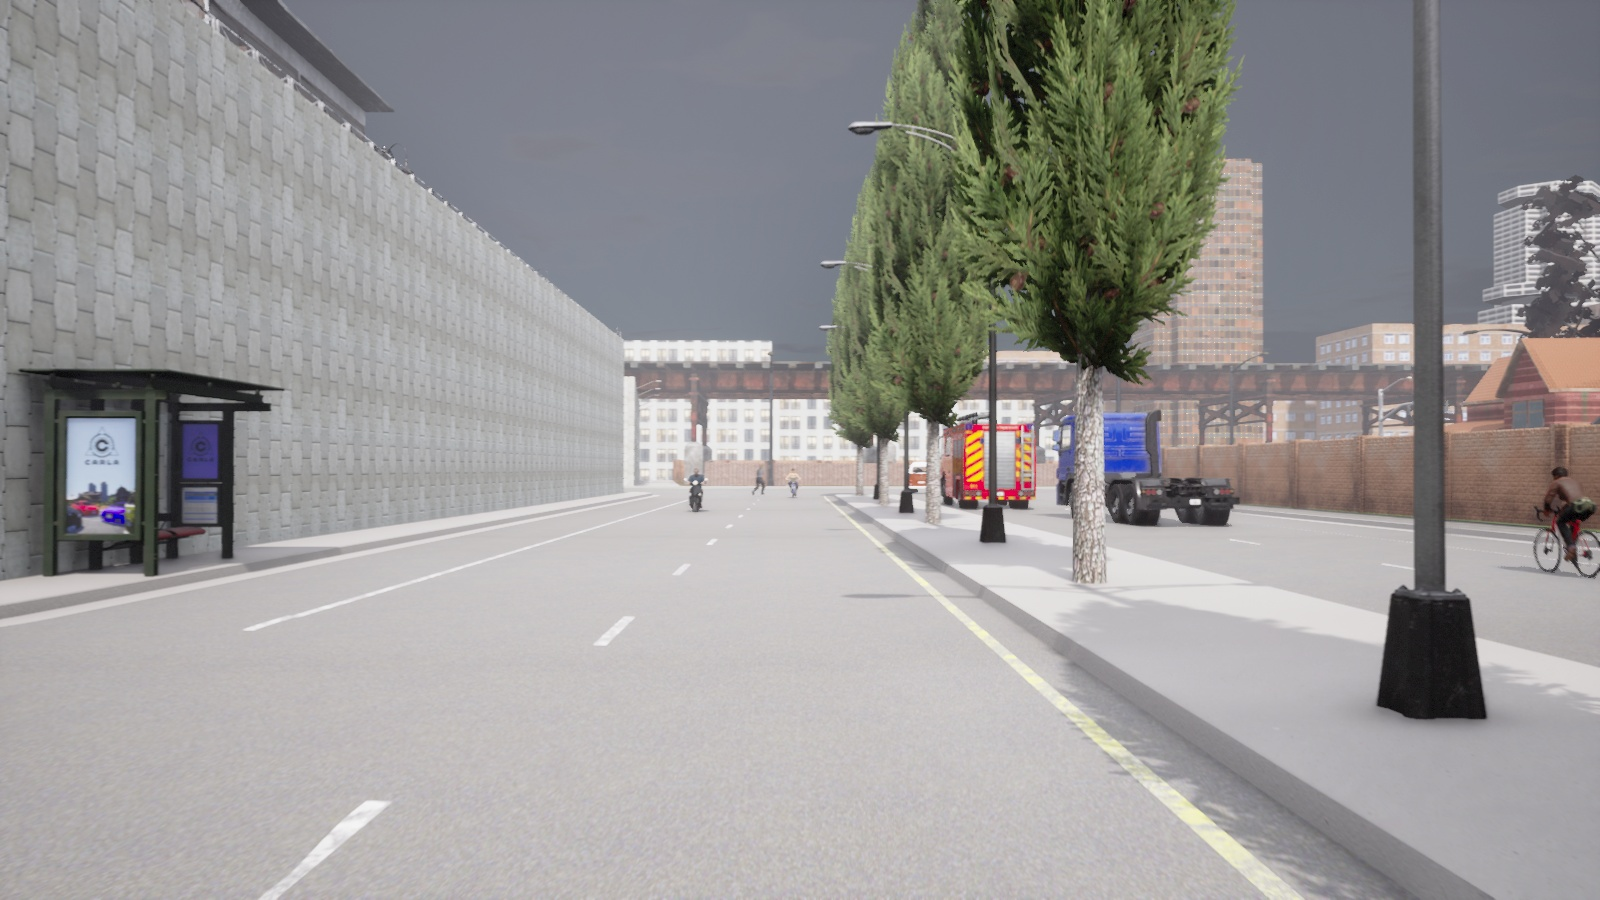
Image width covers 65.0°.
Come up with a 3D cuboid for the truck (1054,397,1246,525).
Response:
[{"bbox_3d":[10.334,0.351,38.151,2.891,3.462,7.936,-1,-1,-6],"label":"truck"}]

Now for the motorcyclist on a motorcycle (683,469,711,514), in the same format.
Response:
[{"bbox_3d":[-3.691,1.481,45.158,0.866,1.590,1.817,0,-1,0],"label":"motorcyclist on a motorcycle"}]

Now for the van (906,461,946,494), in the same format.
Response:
[{"bbox_3d":[8.188,1.727,81.243,2.069,2.038,4.480,-1,-1,12],"label":"van"}]

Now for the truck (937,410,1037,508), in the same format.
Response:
[{"bbox_3d":[7.757,0.412,53.167,2.891,3.827,8.468,0,-1,0],"label":"truck"}]

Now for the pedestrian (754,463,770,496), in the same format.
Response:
[{"bbox_3d":[-2.166,1.654,70.913,0.694,1.848,0.540,0,-1,-42],"label":"pedestrian"}]

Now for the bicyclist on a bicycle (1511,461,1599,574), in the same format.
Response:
[{"bbox_3d":[11.447,0.984,18.832,0.582,1.620,1.656,0,-1,0],"label":"bicyclist on a bicycle"}]
